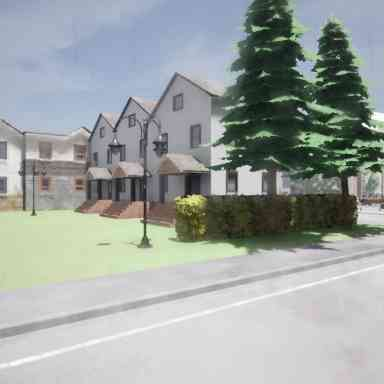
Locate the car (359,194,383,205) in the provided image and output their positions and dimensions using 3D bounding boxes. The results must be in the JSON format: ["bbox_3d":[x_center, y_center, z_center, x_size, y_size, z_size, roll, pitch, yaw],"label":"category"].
[{"bbox_3d":[27.271,1.097,49.273,1.932,1.855,4.605,0,0,-36],"label":"car"}]

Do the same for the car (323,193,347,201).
[{"bbox_3d":[32.140,1.097,74.727,1.932,1.855,4.605,0,0,-36],"label":"car"}]
